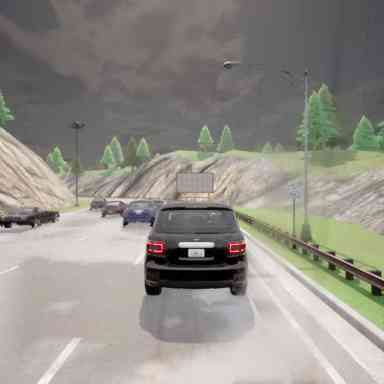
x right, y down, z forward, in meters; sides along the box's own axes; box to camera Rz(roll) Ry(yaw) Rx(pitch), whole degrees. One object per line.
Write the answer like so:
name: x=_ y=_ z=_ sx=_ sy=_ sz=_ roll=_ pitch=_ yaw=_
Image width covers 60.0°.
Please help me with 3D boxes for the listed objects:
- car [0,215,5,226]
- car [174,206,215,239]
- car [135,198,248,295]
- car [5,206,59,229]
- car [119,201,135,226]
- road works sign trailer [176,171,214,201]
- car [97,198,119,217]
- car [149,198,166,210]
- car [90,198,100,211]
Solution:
car: x=-6.908 y=1.353 z=8.034 sx=2.097 sy=1.767 sz=4.553 roll=0 pitch=0 yaw=0
car: x=0.114 y=1.559 z=18.060 sx=1.994 sy=1.385 sz=4.181 roll=0 pitch=0 yaw=0
car: x=0.088 y=1.221 z=8.833 sx=2.150 sy=2.045 sz=5.566 roll=0 pitch=0 yaw=0
car: x=-10.427 y=1.601 z=21.735 sx=1.895 sy=1.301 sz=4.718 roll=0 pitch=0 yaw=0
car: x=-3.430 y=1.353 z=23.358 sx=2.097 sy=1.767 sz=4.553 roll=0 pitch=0 yaw=0
road works sign trailer: x=0.189 y=0.464 z=21.556 sx=2.380 sy=3.560 sz=2.880 roll=0 pitch=0 yaw=0
car: x=-7.060 y=1.526 z=30.767 sx=1.812 sy=1.442 sz=4.674 roll=0 pitch=0 yaw=-2
car: x=-4.468 y=1.488 z=42.748 sx=2.128 sy=1.511 sz=4.902 roll=0 pitch=0 yaw=-7
car: x=-11.311 y=1.501 z=41.074 sx=1.837 sy=1.490 sz=4.892 roll=0 pitch=-1 yaw=-6
